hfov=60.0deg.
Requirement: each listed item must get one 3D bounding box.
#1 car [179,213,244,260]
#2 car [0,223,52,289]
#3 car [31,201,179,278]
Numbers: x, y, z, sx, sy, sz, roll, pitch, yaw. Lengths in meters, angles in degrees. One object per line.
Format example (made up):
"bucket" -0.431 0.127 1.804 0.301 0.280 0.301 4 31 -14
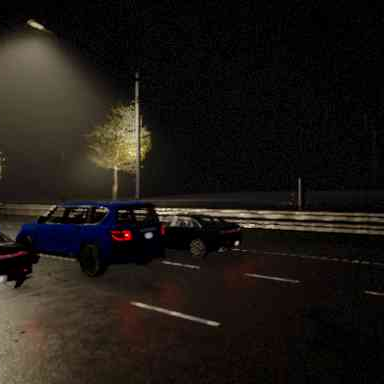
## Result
"car" -0.416 1.571 12.880 4.902 1.511 2.128 -1 0 35
"car" -5.879 1.590 8.178 4.902 1.511 2.128 -1 0 35
"car" -3.364 1.313 10.685 5.566 2.045 2.150 -1 0 35
